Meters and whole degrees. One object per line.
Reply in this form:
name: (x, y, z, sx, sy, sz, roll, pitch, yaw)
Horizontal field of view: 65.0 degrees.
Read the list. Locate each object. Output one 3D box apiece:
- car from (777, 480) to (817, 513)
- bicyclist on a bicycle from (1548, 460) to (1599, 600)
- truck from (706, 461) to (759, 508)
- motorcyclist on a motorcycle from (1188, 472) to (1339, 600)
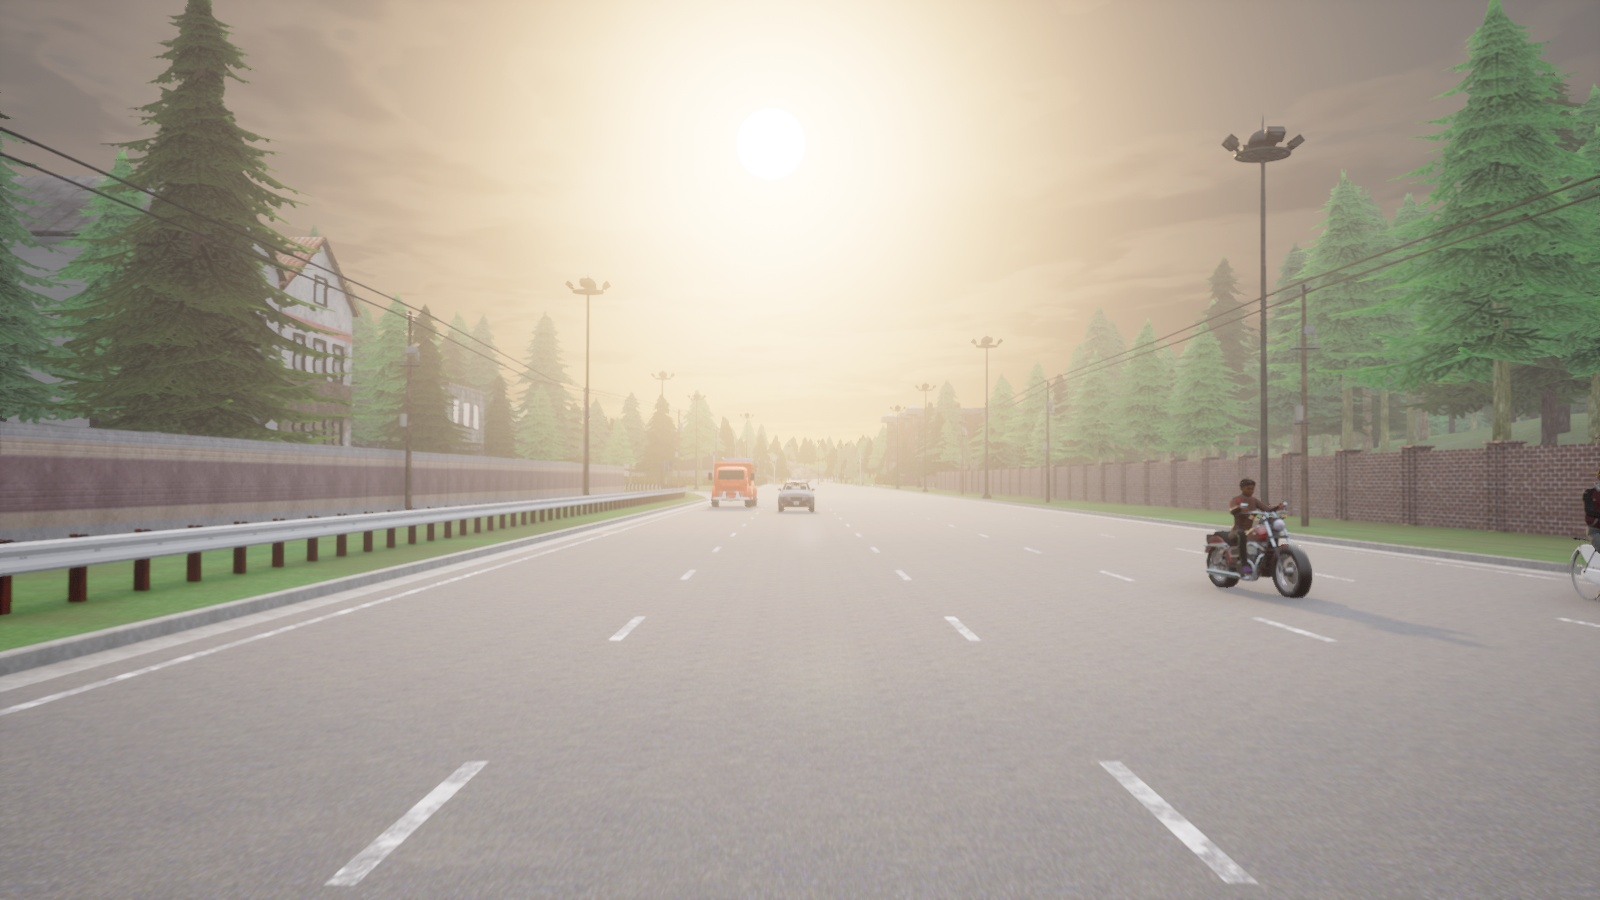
car: (-0.155, 2.176, 59.585, 1.816, 1.474, 4.193, 0, -1, 0)
bicyclist on a bicycle: (10.457, 1.013, 16.057, 0.659, 1.776, 1.843, 0, -2, 0)
truck: (-3.682, 1.915, 69.417, 2.627, 2.467, 5.204, 0, -2, 0)
motorcyclist on a motorcycle: (6.409, 1.143, 17.536, 0.766, 1.649, 2.350, 0, -1, -14)
